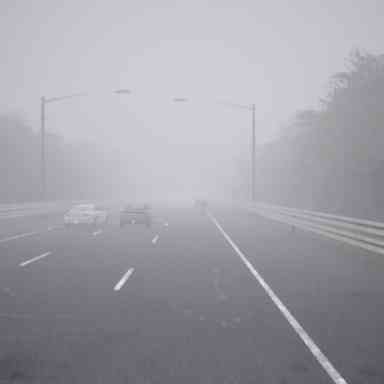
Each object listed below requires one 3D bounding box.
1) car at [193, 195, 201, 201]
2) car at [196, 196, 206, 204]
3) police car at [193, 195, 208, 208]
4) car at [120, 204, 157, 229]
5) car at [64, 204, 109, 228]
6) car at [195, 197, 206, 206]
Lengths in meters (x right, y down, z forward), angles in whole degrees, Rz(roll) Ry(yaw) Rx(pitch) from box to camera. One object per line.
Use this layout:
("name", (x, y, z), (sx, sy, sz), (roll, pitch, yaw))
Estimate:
("car", (1.345, 1.442, 81.637), (1.837, 1.490, 4.892), (0, 0, 3))
("car", (1.662, 1.535, 62.875), (1.812, 1.442, 4.674), (0, 0, 2))
("police car", (1.264, 1.430, 47.112), (1.930, 1.638, 5.238), (0, 0, 1))
("car", (-3.395, 1.492, 21.661), (2.128, 1.511, 4.902), (0, 0, 0))
("car", (-6.896, 1.526, 22.006), (1.812, 1.442, 4.674), (0, 0, 0))
("car", (1.487, 1.533, 56.923), (1.812, 1.442, 4.674), (0, 0, 2))
